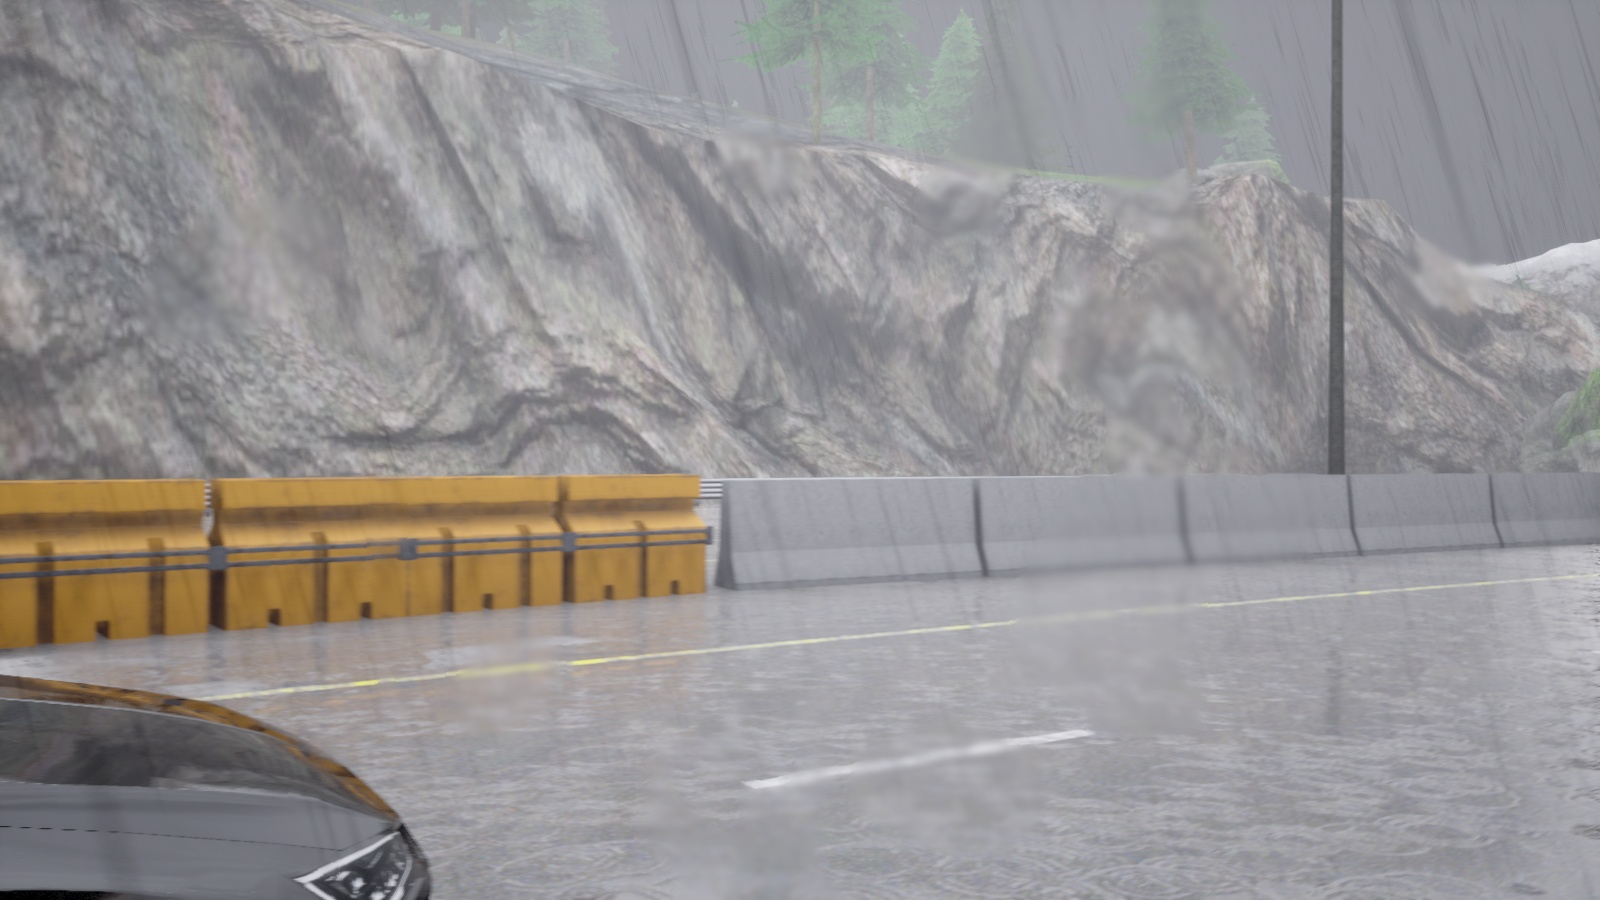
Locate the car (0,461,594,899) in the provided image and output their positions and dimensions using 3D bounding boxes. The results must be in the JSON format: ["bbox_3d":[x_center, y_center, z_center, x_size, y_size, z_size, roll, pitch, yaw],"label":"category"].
[{"bbox_3d":[-2.621,0.768,1.869,4.193,1.474,1.816,0,0,-35],"label":"car"}]
